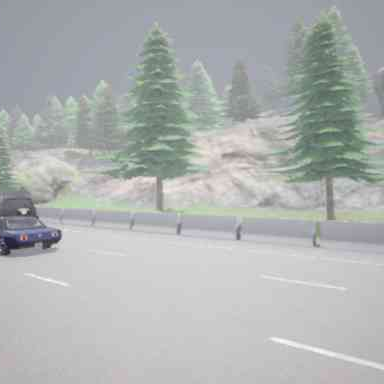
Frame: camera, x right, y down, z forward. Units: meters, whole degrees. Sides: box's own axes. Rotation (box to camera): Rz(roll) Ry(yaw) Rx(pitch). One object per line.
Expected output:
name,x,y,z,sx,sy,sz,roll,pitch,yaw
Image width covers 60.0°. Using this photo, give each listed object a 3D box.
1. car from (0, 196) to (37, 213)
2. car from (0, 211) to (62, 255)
car,-12.128,1.285,21.231,5.566,2.045,2.150,0,0,35
car,-7.488,1.665,13.628,4.718,1.301,1.895,0,0,35
